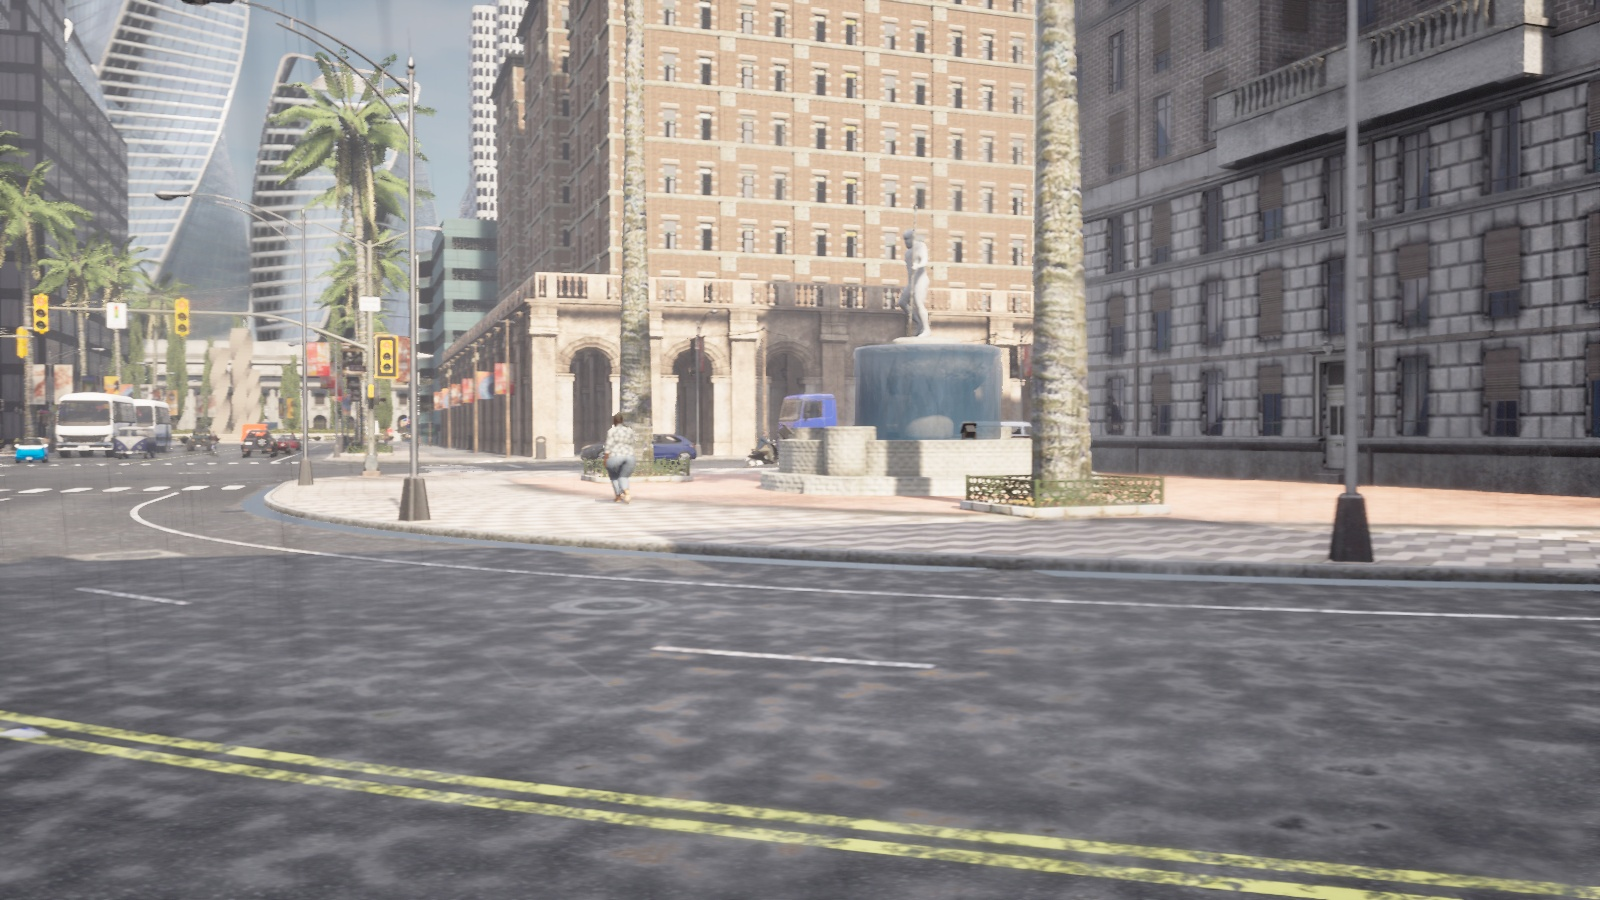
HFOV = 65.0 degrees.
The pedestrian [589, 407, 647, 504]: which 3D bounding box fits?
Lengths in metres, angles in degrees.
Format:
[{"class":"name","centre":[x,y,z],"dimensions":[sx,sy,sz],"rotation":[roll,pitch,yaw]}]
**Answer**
[{"class":"pedestrian","centre":[-3.594,0.096,24.736],"dimensions":[0.874,1.855,0.900],"rotation":[0,1,-27]}]

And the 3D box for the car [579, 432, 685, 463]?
[{"class":"car","centre":[-8.288,-0.134,61.803],"dimensions":[4.892,1.490,1.837],"rotation":[0,1,-19]}]

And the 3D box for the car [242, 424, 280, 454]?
[{"class":"car","centre":[-35.008,-0.730,81.706],"dimensions":[1.932,1.855,4.605],"rotation":[0,1,-19]}]

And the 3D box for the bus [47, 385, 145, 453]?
[{"class":"bus","centre":[-46.947,-2.008,84.096],"dimensions":[3.944,4.253,10.273],"rotation":[0,1,-19]}]

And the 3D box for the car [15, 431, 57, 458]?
[{"class":"car","centre":[-41.402,-0.311,68.066],"dimensions":[1.481,1.376,2.207],"rotation":[0,1,-19]}]

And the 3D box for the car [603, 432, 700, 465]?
[{"class":"car","centre":[-6.927,-0.070,58.553],"dimensions":[4.193,1.474,1.816],"rotation":[0,1,-19]}]

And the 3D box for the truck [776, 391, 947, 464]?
[{"class":"truck","centre":[3.035,-1.077,61.995],"dimensions":[7.936,3.462,2.891],"rotation":[0,1,-19]}]

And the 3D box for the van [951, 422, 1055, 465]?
[{"class":"van","centre":[9.806,-0.325,60.685],"dimensions":[4.480,2.038,2.069],"rotation":[0,1,-19]}]

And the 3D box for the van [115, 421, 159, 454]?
[{"class":"van","centre":[-41.100,-0.761,77.901],"dimensions":[1.775,1.987,4.442],"rotation":[0,1,-19]}]

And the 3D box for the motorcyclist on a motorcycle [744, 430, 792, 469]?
[{"class":"motorcyclist on a motorcycle","centre":[-1.351,-0.026,53.111],"dimensions":[1.817,1.590,0.866],"rotation":[0,1,-19]}]
